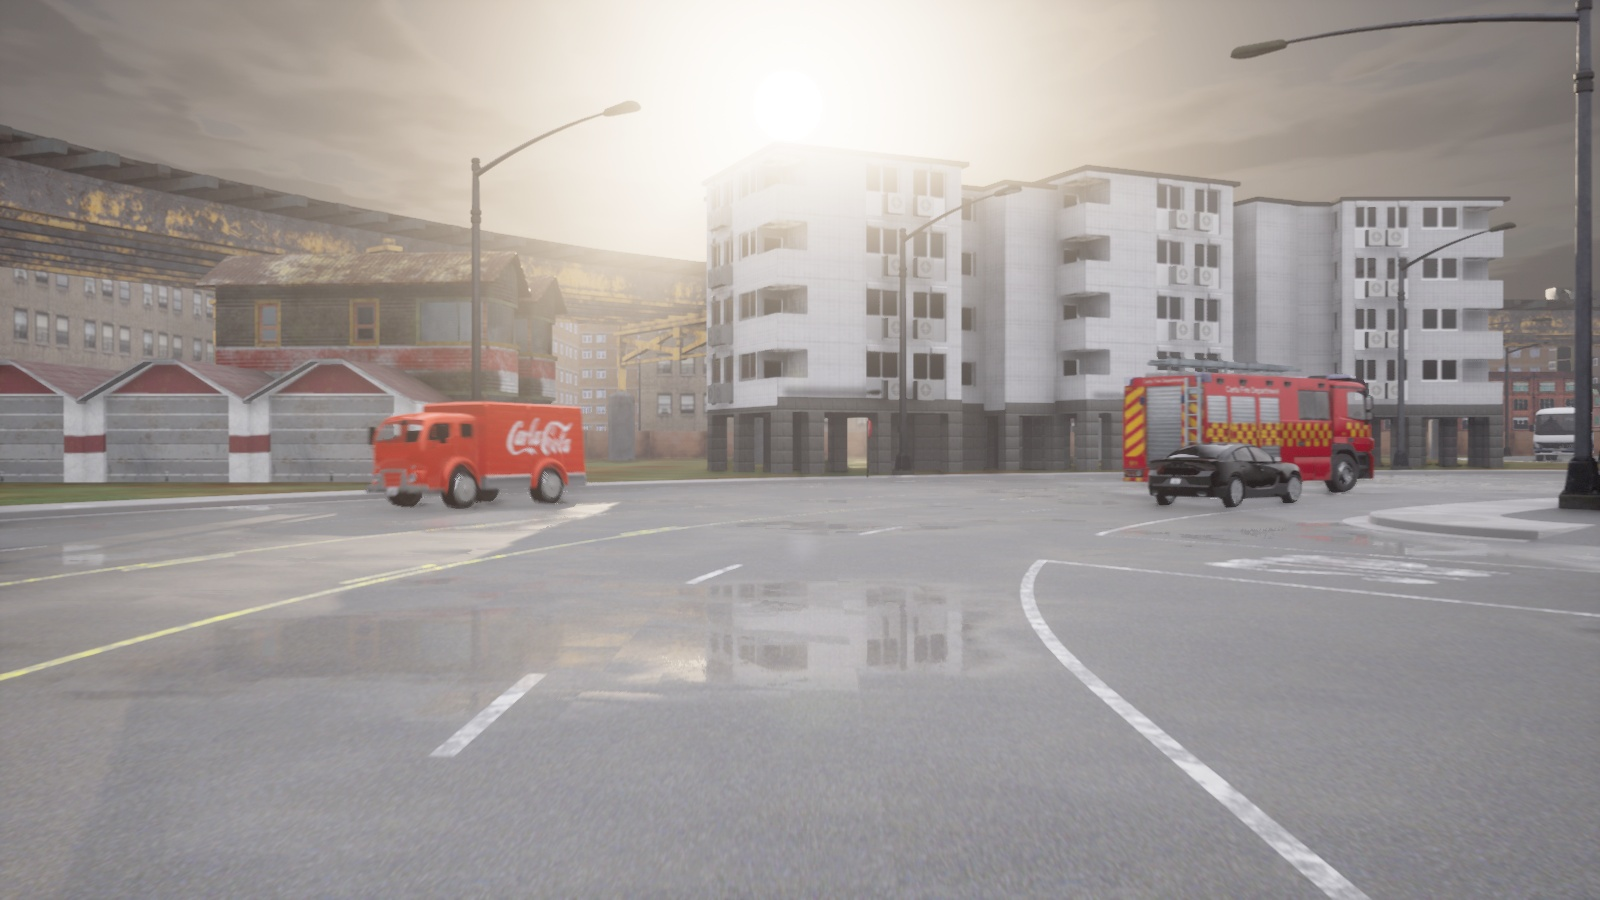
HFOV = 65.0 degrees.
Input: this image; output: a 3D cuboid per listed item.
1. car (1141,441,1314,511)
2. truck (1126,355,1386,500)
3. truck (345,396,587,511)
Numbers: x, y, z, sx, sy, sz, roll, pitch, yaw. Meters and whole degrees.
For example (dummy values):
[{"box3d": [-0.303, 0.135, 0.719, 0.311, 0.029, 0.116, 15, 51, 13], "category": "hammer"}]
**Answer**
[{"box3d": [10.337, 0.563, 30.150, 5.008, 1.535, 1.882, 0, 0, -44], "category": "car"}, {"box3d": [13.569, -0.616, 36.969, 8.468, 3.827, 2.891, 0, 0, -35], "category": "truck"}, {"box3d": [-7.812, 0.089, 29.913, 2.627, 2.467, 5.204, 0, 0, 31], "category": "truck"}]
